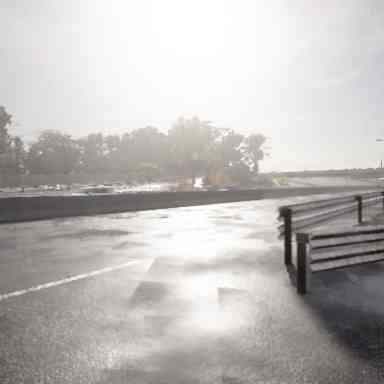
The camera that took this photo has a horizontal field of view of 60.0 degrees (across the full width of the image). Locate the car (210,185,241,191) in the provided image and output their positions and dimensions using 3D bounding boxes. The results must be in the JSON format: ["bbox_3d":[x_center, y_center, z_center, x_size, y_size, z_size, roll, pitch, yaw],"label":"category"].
[{"bbox_3d":[5.529,0.011,50.867,2.150,2.045,5.566,0,1,37],"label":"car"}]

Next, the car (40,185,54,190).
[{"bbox_3d":[-24.655,-0.534,58.508,2.128,1.511,4.902,-1,3,15],"label":"car"}]

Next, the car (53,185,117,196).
[{"bbox_3d":[-9.346,0.522,30.620,2.150,2.045,5.566,0,1,36],"label":"car"}]

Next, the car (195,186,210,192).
[{"bbox_3d":[2.586,0.017,52.770,2.150,2.045,5.566,0,1,37],"label":"car"}]
